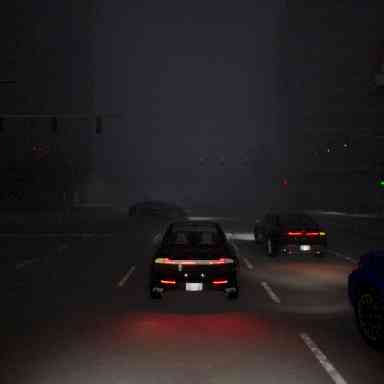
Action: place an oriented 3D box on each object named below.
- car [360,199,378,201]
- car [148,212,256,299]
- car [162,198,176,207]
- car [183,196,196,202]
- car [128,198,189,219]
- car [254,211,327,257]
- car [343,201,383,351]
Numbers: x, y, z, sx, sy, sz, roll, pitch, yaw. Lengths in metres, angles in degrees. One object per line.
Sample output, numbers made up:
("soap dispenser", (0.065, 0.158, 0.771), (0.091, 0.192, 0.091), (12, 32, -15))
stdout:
("car", (18.678, 1.526, 35.673), (4.674, 1.442, 1.812), (0, 0, 0))
("car", (0.066, 1.492, 8.413), (2.128, 1.511, 4.902), (0, 0, 1))
("car", (-3.494, 1.601, 51.363), (1.895, 1.301, 4.718), (0, 0, 1))
("car", (-1.018, 1.566, 73.312), (1.895, 1.301, 4.718), (0, 0, -27))
("car", (-2.938, 1.504, 28.381), (4.892, 1.490, 1.837), (0, 0, 0))
("car", (3.616, 1.505, 12.880), (1.837, 1.490, 4.892), (0, 0, 1))
("car", (3.606, 1.221, 3.049), (2.150, 2.045, 5.566), (0, 0, 0))
